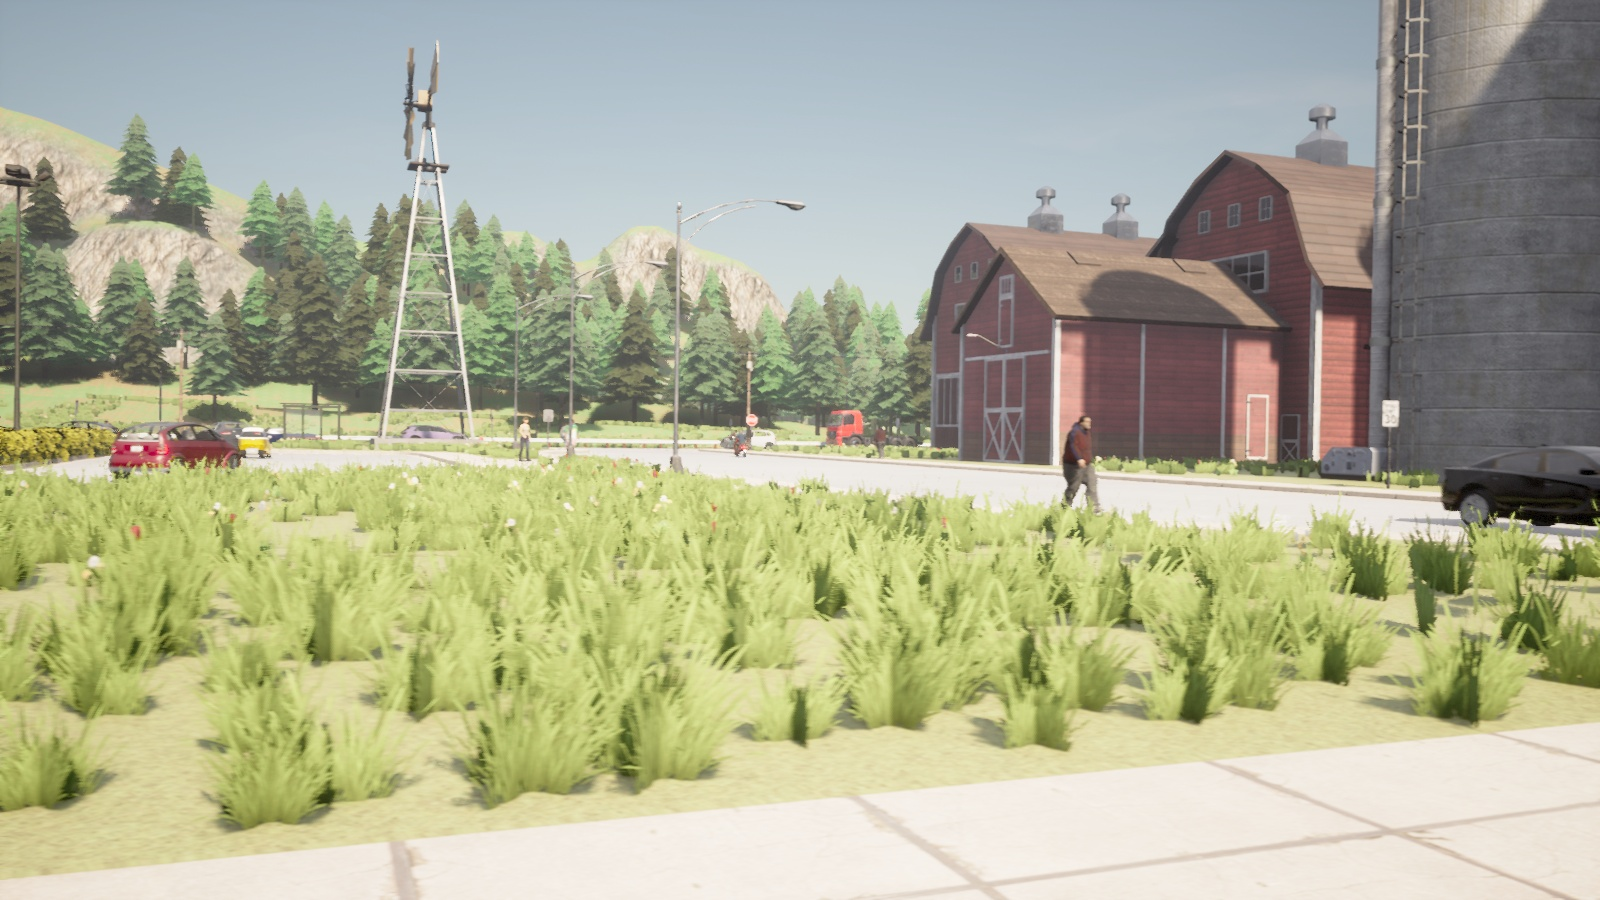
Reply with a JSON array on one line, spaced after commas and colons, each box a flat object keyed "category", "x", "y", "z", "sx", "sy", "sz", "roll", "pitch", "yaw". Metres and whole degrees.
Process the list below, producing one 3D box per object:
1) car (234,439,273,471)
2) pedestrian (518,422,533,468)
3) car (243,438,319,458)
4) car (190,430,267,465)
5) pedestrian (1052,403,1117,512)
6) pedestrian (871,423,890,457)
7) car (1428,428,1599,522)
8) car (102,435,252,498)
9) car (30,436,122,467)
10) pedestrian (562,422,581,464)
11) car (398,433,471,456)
[{"category": "car", "x": -24.176, "y": 0.201, "z": 55.560, "sx": 1.481, "sy": 1.376, "sz": 2.207, "roll": -1, "pitch": 1, "yaw": -21}, {"category": "pedestrian", "x": -11.234, "y": -0.210, "z": 51.365, "sx": 0.345, "sy": 1.836, "sz": 0.594, "roll": -1, "pitch": 1, "yaw": -41}, {"category": "car", "x": -35.724, "y": -0.130, "z": 86.540, "sx": 4.718, "sy": 1.301, "sz": 1.895, "roll": -1, "pitch": 1, "yaw": -20}, {"category": "car", "x": -28.786, "y": -0.157, "z": 63.157, "sx": 2.152, "sy": 1.651, "sz": 5.027, "roll": -1, "pitch": 1, "yaw": -42}, {"category": "pedestrian", "x": 4.930, "y": 0.112, "z": 21.784, "sx": 0.634, "sy": 1.844, "sz": 0.899, "roll": -1, "pitch": 1, "yaw": -42}, {"category": "pedestrian", "x": 4.306, "y": -0.542, "z": 67.215, "sx": 0.634, "sy": 1.844, "sz": 0.899, "roll": -1, "pitch": 1, "yaw": -32}, {"category": "car", "x": 13.587, "y": 0.384, "z": 21.572, "sx": 1.882, "sy": 1.535, "sz": 5.008, "roll": -1, "pitch": 1, "yaw": -22}, {"category": "car", "x": -16.370, "y": 0.400, "z": 33.202, "sx": 1.789, "sy": 1.549, "sz": 3.705, "roll": 0, "pitch": 1, "yaw": 7}, {"category": "car", "x": -37.504, "y": 0.071, "z": 65.099, "sx": 3.705, "sy": 1.549, "sz": 1.789, "roll": 0, "pitch": 1, "yaw": -7}, {"category": "pedestrian", "x": -10.878, "y": -0.341, "z": 59.774, "sx": 0.659, "sy": 1.952, "sz": 0.873, "roll": -1, "pitch": 1, "yaw": -26}, {"category": "car", "x": -26.253, "y": -0.411, "z": 90.142, "sx": 4.856, "sy": 1.649, "sz": 2.033, "roll": -1, "pitch": 1, "yaw": -21}]
